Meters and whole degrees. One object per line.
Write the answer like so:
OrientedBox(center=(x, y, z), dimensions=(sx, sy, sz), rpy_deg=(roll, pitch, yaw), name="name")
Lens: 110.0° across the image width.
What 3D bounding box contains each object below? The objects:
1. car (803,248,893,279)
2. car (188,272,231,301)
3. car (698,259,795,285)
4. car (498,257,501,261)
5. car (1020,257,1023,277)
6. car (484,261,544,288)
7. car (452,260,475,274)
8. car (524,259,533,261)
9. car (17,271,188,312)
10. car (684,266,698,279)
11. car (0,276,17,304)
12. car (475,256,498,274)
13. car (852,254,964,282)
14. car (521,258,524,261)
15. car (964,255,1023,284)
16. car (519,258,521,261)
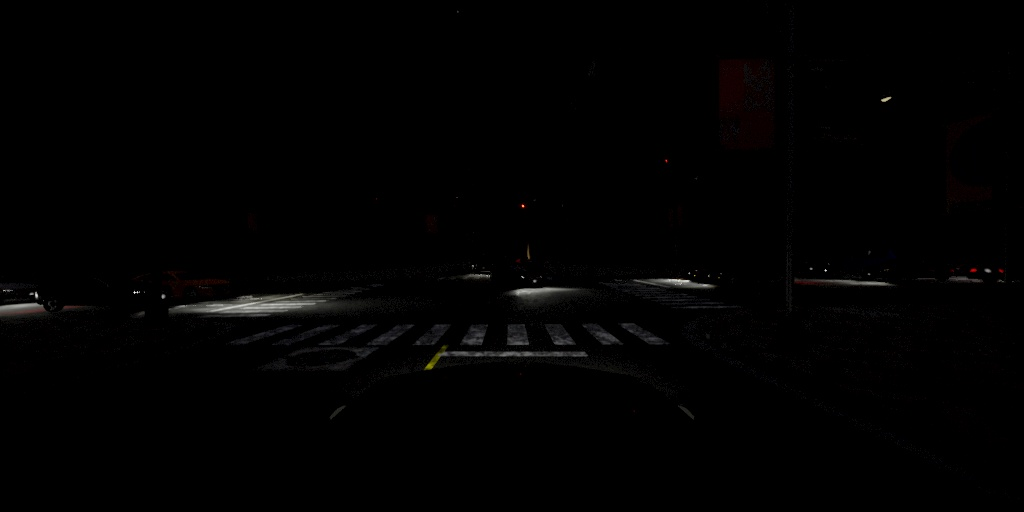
OrientedBox(center=(24.137, 0.509, 25.636), dimensions=(5.566, 2.045, 2.150), rpy_deg=(-1, 0, 0), name="car")
OrientedBox(center=(-17.647, 1.527, 18.878), dimensions=(5.008, 1.535, 1.882), rpy_deg=(-1, 0, 2), name="car")
OrientedBox(center=(14.734, 0.964, 22.351), dimensions=(4.892, 1.490, 1.837), rpy_deg=(-1, 0, 2), name="car")
OrientedBox(center=(-3.189, 1.321, 57.197), dimensions=(1.994, 1.385, 4.181), rpy_deg=(0, 0, 0), name="car")
OrientedBox(center=(35.430, 0.701, 22.394), dimensions=(4.718, 1.301, 1.895), rpy_deg=(-1, 0, 0), name="car")
OrientedBox(center=(0.199, 1.274, 23.899), dimensions=(1.812, 1.442, 4.674), rpy_deg=(-1, 0, -31), name="car")
OrientedBox(center=(-5.787, 1.303, 41.053), dimensions=(2.007, 1.370, 4.403), rpy_deg=(0, 0, 0), name="car")
OrientedBox(center=(2.738, 1.303, 41.090), dimensions=(2.007, 1.370, 4.403), rpy_deg=(0, 0, 0), name="car")
OrientedBox(center=(-17.625, 1.546, 15.634), dimensions=(4.902, 1.511, 2.128), rpy_deg=(-1, 0, 2), name="car")
OrientedBox(center=(14.661, 1.018, 25.621), dimensions=(4.181, 1.385, 1.994), rpy_deg=(-1, 0, 0), name="car")
OrientedBox(center=(-27.622, 1.762, 18.861), dimensions=(4.674, 1.442, 1.812), rpy_deg=(-1, 0, 0), name="car")
OrientedBox(center=(-3.128, 0.975, 41.877), dimensions=(2.150, 2.045, 5.566), rpy_deg=(0, 0, 0), name="car")
OrientedBox(center=(24.617, 0.811, 22.389), dimensions=(4.674, 1.442, 1.812), rpy_deg=(-1, 0, 0), name="car")
OrientedBox(center=(2.686, 1.301, 51.978), dimensions=(1.888, 1.381, 4.507), rpy_deg=(0, 0, 0), name="car")
OrientedBox(center=(27.632, 0.786, 18.945), dimensions=(5.357, 1.411, 2.033), rpy_deg=(-1, 0, 0), name="car")
OrientedBox(center=(2.661, 1.308, 57.423), dimensions=(2.007, 1.370, 4.403), rpy_deg=(0, 0, 0), name="car")
